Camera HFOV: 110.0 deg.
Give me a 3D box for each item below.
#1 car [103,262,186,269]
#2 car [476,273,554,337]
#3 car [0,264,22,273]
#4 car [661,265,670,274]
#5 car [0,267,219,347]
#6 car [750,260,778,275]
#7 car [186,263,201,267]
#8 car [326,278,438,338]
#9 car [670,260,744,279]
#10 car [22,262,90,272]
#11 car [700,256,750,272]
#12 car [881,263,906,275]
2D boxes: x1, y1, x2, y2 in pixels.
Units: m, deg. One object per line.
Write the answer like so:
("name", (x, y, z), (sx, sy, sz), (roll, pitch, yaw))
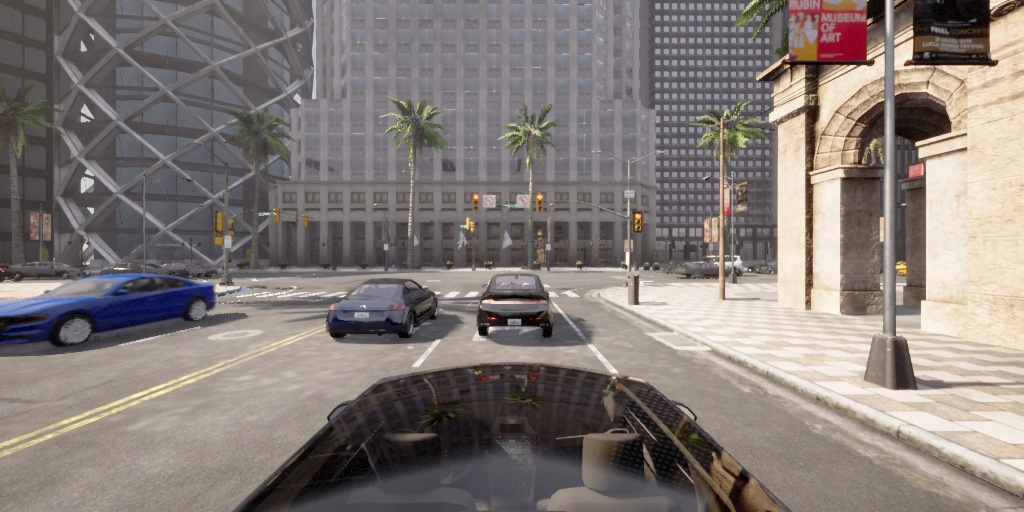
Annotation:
("car", (-29.442, 1.255, 28.443), (4.892, 1.490, 1.837), (0, 0, -4))
("car", (0.121, 1.242, 10.313), (2.128, 1.511, 4.902), (0, 0, 2))
("car", (-40.267, 1.103, 26.238), (4.553, 1.767, 2.097), (0, 0, -25))
("car", (18.872, 1.255, 39.250), (4.892, 1.490, 1.837), (0, 0, 0))
("car", (-10.553, 1.227, 9.541), (1.882, 1.535, 5.008), (0, 0, 0))
("car", (28.835, 1.314, 39.207), (4.181, 1.385, 1.994), (0, 0, 0))
("car", (-29.439, 1.297, 31.991), (5.357, 1.411, 2.033), (0, 0, -3))
("car", (-3.415, 1.314, 10.183), (1.994, 1.385, 4.181), (0, 0, 0))
("car", (17.481, 1.297, 32.055), (5.357, 1.411, 2.033), (0, 0, 0))
("car", (-39.104, 1.241, 30.306), (4.902, 1.511, 2.128), (0, 0, -19))
("car", (19.991, 0.972, 35.747), (5.566, 2.045, 2.150), (0, 0, 0))
("car", (40.427, 1.227, 35.655), (5.008, 1.535, 1.882), (0, 0, 0))
